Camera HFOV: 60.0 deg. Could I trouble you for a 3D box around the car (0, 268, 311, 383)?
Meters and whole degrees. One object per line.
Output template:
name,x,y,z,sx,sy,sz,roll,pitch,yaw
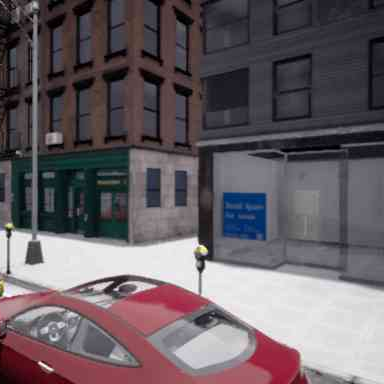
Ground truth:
car,-0.928,1.565,3.466,4.206,1.307,1.802,0,0,35
